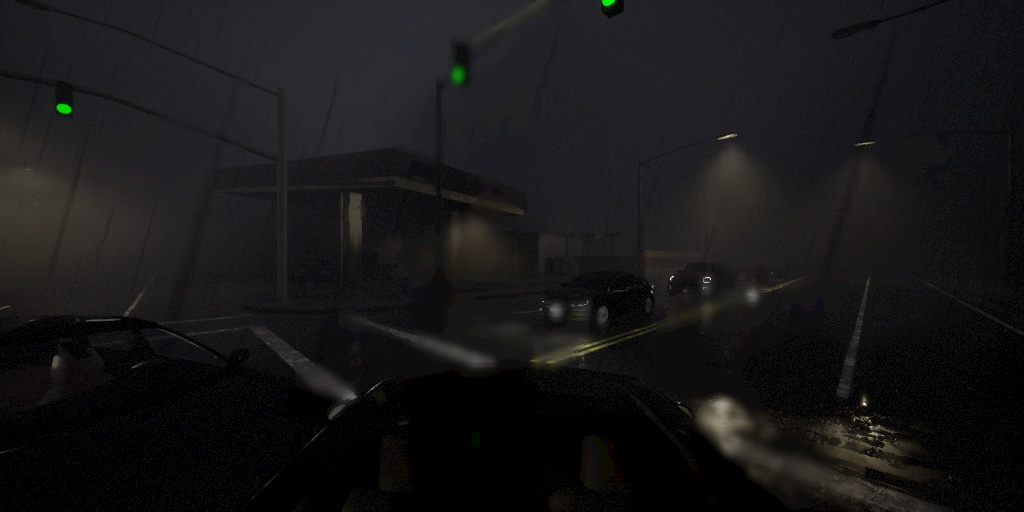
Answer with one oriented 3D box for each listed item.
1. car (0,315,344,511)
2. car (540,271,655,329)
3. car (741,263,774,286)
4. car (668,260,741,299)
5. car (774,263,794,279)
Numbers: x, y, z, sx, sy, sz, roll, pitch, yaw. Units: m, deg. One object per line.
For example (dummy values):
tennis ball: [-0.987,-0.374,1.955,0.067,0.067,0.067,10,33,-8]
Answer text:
car: [-3.413,1.242,2.551,4.902,1.511,2.128,0,0,15]
car: [2.916,1.255,11.550,1.837,1.490,4.892,0,0,45]
car: [16.722,1.314,25.265,1.994,1.385,4.181,0,0,44]
car: [9.775,1.102,18.375,4.553,1.767,2.097,0,0,-45]
car: [23.877,1.314,32.297,4.181,1.385,1.994,0,0,-44]
